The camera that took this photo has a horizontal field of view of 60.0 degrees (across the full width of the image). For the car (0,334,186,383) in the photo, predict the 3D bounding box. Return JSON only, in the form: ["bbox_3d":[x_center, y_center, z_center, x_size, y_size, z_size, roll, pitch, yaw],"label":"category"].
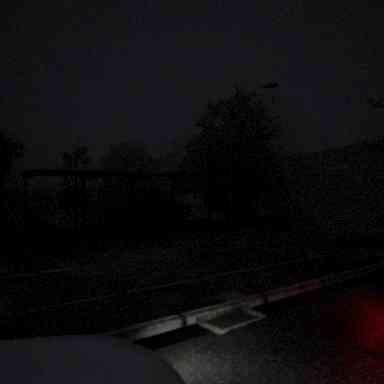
[{"bbox_3d":[-2.114,1.526,1.627,4.674,1.442,1.812,0,0,-36],"label":"car"}]
